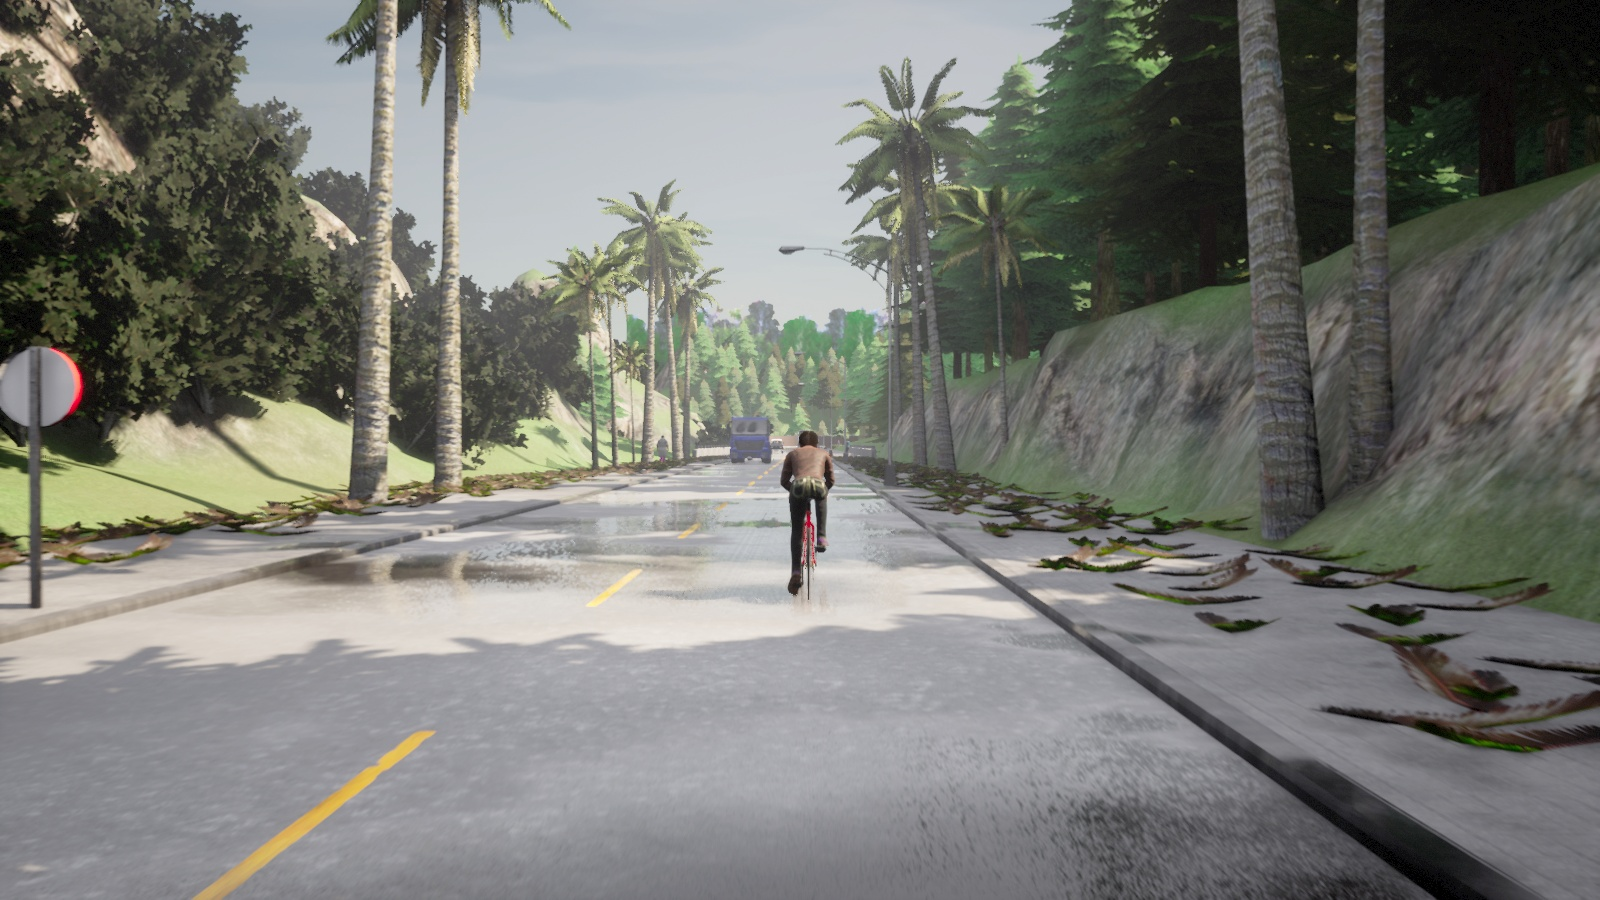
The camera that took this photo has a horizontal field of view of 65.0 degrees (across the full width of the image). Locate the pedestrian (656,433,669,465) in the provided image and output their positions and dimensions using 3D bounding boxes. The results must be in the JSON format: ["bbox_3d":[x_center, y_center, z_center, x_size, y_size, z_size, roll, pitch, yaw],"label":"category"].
[{"bbox_3d":[-8.192,-0.063,74.913,0.659,1.952,0.873,0,0,0],"label":"pedestrian"}]

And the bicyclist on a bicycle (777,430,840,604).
[{"bbox_3d":[0.085,0.629,12.525,0.582,1.620,1.656,0,0,0],"label":"bicyclist on a bicycle"}]

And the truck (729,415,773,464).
[{"bbox_3d":[-3.543,-0.757,92.027,2.891,3.462,7.936,0,0,0],"label":"truck"}]
